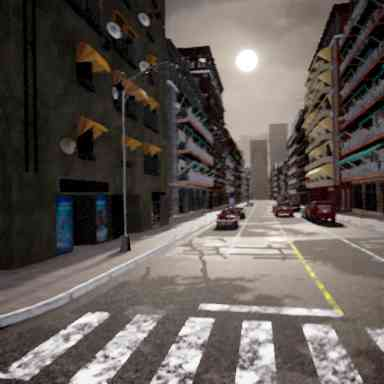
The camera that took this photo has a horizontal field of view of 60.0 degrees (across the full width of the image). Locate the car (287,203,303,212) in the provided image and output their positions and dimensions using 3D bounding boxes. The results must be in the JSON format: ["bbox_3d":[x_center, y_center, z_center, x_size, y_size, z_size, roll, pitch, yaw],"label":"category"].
[{"bbox_3d":[16.216,2.397,52.483,1.947,1.339,4.313,-2,-1,11],"label":"car"}]

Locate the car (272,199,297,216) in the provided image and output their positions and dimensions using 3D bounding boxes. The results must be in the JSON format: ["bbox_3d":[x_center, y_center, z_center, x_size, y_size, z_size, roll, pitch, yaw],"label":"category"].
[{"bbox_3d":[11.494,2.033,41.687,2.097,1.767,4.553,-1,-1,12],"label":"car"}]

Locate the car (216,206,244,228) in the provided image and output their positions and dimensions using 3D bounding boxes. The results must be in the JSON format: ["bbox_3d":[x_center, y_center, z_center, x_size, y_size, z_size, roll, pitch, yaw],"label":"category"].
[{"bbox_3d":[2.947,2.088,26.672,1.802,1.307,4.206,-2,-1,11],"label":"car"}]

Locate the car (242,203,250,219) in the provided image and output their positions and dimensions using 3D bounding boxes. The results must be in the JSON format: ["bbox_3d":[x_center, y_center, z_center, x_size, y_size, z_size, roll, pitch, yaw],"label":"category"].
[{"bbox_3d":[5.204,2.265,37.745,1.947,1.339,4.313,-2,-1,11],"label":"car"}]

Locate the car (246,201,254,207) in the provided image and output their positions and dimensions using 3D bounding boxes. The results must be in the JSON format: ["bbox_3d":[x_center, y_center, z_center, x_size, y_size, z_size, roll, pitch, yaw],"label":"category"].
[{"bbox_3d":[15.360,3.025,87.576,1.967,1.590,4.097,-2,-1,11],"label":"car"}]

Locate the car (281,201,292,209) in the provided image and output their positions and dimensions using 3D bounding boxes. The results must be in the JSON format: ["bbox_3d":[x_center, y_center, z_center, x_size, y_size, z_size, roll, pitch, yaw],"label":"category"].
[{"bbox_3d":[19.610,2.678,69.132,2.008,1.369,4.403,-2,-1,11],"label":"car"}]

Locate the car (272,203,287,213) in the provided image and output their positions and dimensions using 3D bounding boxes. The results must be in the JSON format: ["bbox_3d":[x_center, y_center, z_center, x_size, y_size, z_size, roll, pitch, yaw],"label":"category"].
[{"bbox_3d":[13.402,2.452,51.305,1.895,1.301,4.718,-1,-1,12],"label":"car"}]

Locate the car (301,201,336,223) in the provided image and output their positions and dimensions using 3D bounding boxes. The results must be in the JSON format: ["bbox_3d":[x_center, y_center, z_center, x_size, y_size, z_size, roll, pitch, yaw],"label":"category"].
[{"bbox_3d":[11.683,1.756,30.292,2.192,1.841,5.009,-2,-1,11],"label":"car"}]

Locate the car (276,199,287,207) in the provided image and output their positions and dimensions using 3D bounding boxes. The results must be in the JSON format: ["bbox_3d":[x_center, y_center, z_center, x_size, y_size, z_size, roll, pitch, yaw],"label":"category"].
[{"bbox_3d":[23.019,2.741,85.781,2.192,1.841,5.009,-2,-1,11],"label":"car"}]

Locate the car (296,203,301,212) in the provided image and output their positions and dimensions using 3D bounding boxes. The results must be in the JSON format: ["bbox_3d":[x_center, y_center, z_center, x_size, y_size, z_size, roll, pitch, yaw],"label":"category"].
[{"bbox_3d":[12.821,2.089,35.835,2.008,1.369,4.403,-2,-1,11],"label":"car"}]

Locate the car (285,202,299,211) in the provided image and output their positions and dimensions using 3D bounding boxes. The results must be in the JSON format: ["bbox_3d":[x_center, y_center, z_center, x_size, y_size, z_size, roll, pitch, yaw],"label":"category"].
[{"bbox_3d":[17.347,2.474,58.033,1.887,1.381,4.507,-2,-1,11],"label":"car"}]
